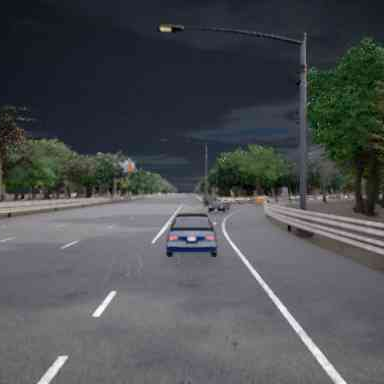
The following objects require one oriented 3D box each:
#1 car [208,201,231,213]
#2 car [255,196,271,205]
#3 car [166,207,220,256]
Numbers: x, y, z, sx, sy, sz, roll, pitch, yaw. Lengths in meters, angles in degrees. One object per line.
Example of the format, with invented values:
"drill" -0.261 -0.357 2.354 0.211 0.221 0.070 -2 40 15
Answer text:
"car" 3.183 1.633 37.647 1.895 1.301 4.718 0 0 16
"car" 12.890 1.530 59.609 1.882 1.535 5.008 0 0 31
"car" 0.009 1.559 13.193 2.033 1.411 5.357 0 0 0
